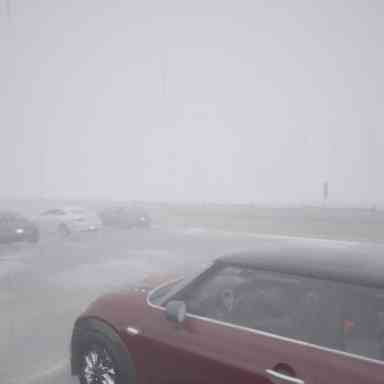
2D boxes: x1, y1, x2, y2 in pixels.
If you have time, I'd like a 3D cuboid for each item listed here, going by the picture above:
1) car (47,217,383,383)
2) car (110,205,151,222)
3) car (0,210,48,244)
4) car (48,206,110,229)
[{"bbox_3d":[0.775,1.346,3.439,4.553,1.767,2.097,0,0,35],"label":"car"},{"bbox_3d":[-4.416,1.496,20.039,4.181,1.385,1.994,0,0,35],"label":"car"},{"bbox_3d":[-8.409,1.497,14.289,4.181,1.385,1.994,0,0,36],"label":"car"},{"bbox_3d":[-6.670,1.457,17.331,4.674,1.442,1.812,0,0,35],"label":"car"}]
